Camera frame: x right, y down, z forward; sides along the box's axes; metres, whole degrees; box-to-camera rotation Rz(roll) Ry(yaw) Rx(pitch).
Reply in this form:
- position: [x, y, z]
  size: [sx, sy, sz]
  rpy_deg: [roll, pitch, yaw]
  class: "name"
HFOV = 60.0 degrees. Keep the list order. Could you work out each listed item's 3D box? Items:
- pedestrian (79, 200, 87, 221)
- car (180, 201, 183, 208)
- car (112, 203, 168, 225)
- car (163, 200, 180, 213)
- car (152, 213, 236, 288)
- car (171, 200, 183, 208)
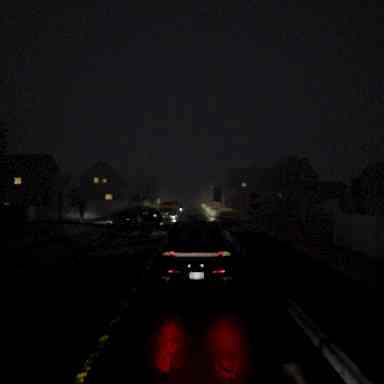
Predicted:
- position: [-9.809, 1.625, 29.705]
  size: [0.375, 1.860, 0.375]
  rpy_deg: [0, -3, -1]
  class: "pedestrian"
- position: [-2.856, 2.029, 50.613]
  size: [1.812, 1.442, 4.674]
  rpy_deg: [0, -1, 3]
  class: "car"
- position: [-4.186, 1.749, 25.030]
  size: [4.181, 1.385, 1.994]
  rpy_deg: [-3, -5, 41]
  class: "car"
- position: [-2.835, 1.864, 40.440]
  size: [1.882, 1.535, 5.008]
  rpy_deg: [0, -1, 0]
  class: "car"
- position: [0.101, 1.571, 9.483]
  size: [2.128, 1.511, 4.902]
  rpy_deg: [0, 0, 0]
  class: "car"
- position: [-2.787, 2.260, 63.086]
  size: [1.895, 1.301, 4.718]
  rpy_deg: [0, -1, 1]
  class: "car"
